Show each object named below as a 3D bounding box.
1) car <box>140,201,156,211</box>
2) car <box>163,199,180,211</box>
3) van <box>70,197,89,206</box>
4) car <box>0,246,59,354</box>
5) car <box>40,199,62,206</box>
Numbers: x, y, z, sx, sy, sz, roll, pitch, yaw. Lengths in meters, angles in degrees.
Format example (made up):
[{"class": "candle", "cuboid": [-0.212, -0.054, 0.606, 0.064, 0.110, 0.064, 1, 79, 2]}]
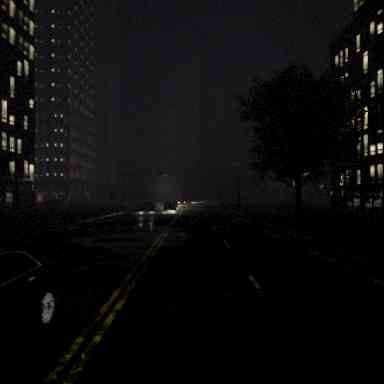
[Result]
[{"class": "car", "cuboid": [-6.484, 2.130, 49.835, 1.812, 1.442, 4.674, 0, -1, 0]}, {"class": "car", "cuboid": [-3.234, 2.121, 49.834, 2.033, 1.411, 5.357, 0, -1, 0]}, {"class": "van", "cuboid": [-22.630, 1.951, 66.688, 3.998, 1.788, 1.690, 0, 0, 1]}, {"class": "car", "cuboid": [-3.349, 1.559, 4.255, 1.837, 1.490, 4.892, 0, -1, 0]}, {"class": "car", "cuboid": [-28.169, 2.130, 66.735, 4.507, 1.381, 1.887, 0, 0, 1]}]
